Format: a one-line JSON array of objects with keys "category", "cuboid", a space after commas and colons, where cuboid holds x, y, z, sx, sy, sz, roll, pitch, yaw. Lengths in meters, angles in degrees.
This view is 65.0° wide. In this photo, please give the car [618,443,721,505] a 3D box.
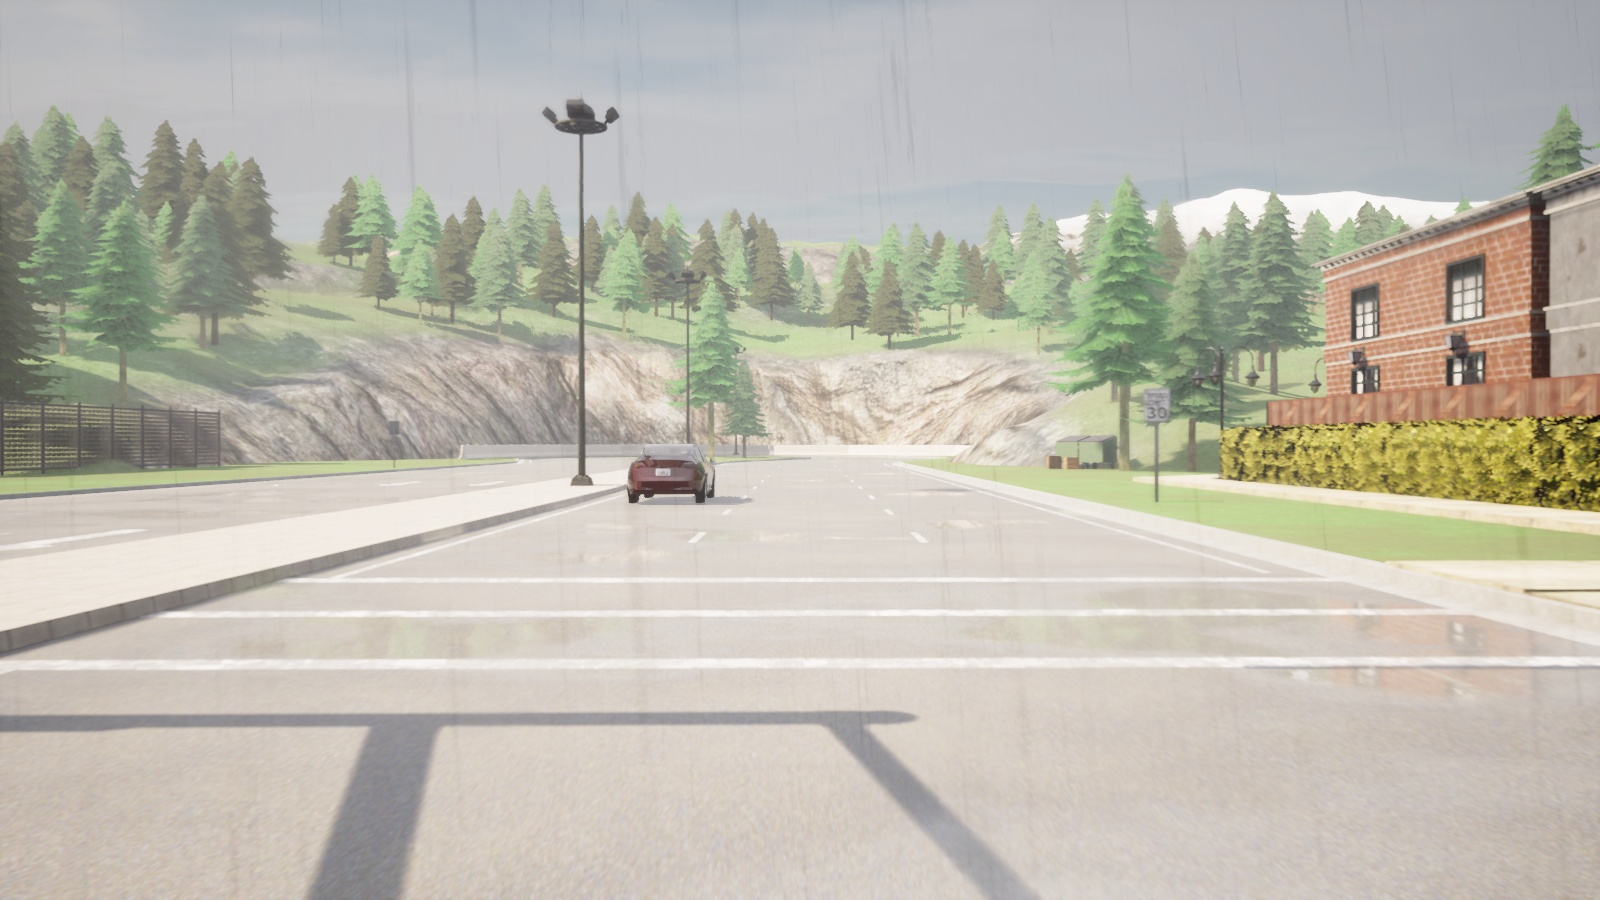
[{"category": "car", "cuboid": [-3.299, 0.559, 32.705, 2.163, 1.488, 4.792, 0, 0, 0]}]
